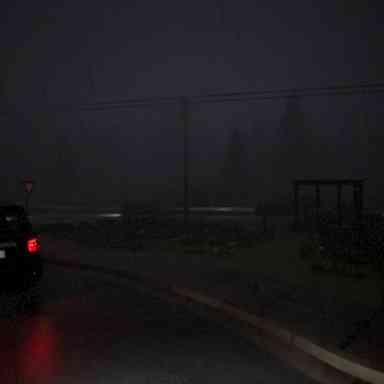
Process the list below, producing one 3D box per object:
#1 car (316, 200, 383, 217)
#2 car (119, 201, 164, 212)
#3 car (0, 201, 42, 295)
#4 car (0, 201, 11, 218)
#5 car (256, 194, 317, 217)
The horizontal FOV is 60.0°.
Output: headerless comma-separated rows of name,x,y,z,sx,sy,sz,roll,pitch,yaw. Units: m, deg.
car,11.137,1.517,23.668,4.674,1.442,1.812,0,0,13
car,-4.667,1.552,31.196,4.181,1.385,1.994,0,0,13
car,-5.654,1.219,7.490,5.566,2.045,2.150,0,0,36
car,-18.504,1.553,29.827,4.181,1.385,1.994,0,0,29
car,8.206,1.211,28.112,5.566,2.045,2.150,0,0,15
